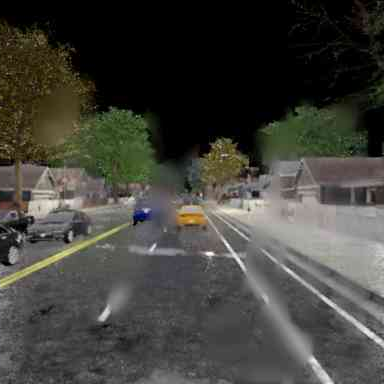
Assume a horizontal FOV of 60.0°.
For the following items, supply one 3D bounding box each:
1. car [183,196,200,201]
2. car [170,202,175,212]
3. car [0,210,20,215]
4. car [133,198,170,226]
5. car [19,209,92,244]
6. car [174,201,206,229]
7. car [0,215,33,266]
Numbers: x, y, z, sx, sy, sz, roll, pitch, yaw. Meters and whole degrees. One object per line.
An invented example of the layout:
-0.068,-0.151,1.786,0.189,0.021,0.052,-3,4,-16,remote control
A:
-0.063,1.619,44.915,2.150,2.045,5.566,0,0,0,car
-3.302,1.965,44.244,1.994,1.385,4.181,0,0,0,car
-9.802,1.676,16.998,2.128,1.511,4.902,0,-1,0,car
-3.235,1.466,26.097,2.150,2.045,5.566,0,0,0,car
-6.553,1.683,17.010,1.837,1.490,4.892,0,0,0,car
-0.014,1.686,23.482,1.882,1.535,5.008,0,0,0,car
-6.615,1.611,9.283,1.837,1.490,4.892,0,-1,0,car
